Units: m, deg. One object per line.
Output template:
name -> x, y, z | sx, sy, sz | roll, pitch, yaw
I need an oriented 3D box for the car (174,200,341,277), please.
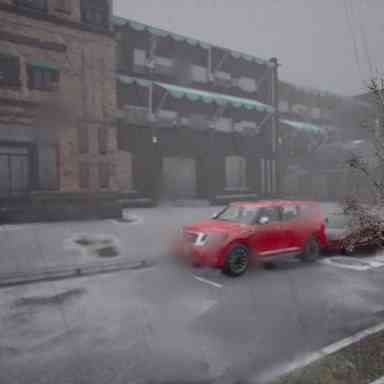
car -> 2.111, 1.300, 10.927 | 5.566, 2.045, 2.435 | 1, 0, -35

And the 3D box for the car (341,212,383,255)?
car -> 6.644, 1.625, 14.117 | 4.792, 1.488, 2.163 | 1, 0, -35
